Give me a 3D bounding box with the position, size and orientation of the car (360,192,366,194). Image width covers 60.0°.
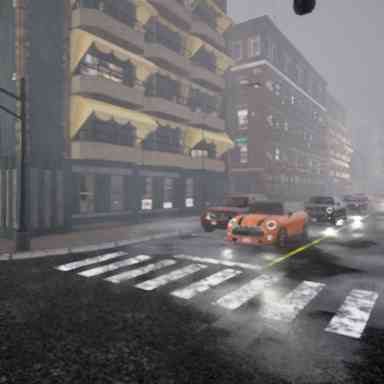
[{"bbox_3d":[24.863,0.744,49.094,1.947,1.339,4.313,1,2,35],"label":"car"}]

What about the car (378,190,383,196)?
[{"bbox_3d":[44.080,0.280,76.441,1.802,1.307,4.206,1,2,35],"label":"car"}]

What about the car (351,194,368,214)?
[{"bbox_3d":[14.051,1.115,29.216,1.895,1.301,4.718,0,1,35],"label":"car"}]

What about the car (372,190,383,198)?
[{"bbox_3d":[37.675,0.402,67.325,1.887,1.381,4.507,1,2,35],"label":"car"}]

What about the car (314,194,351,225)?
[{"bbox_3d":[8.336,1.010,21.093,2.097,1.767,4.553,0,1,35],"label":"car"}]

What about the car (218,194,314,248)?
[{"bbox_3d":[3.260,1.138,13.868,2.097,1.767,4.553,0,1,35],"label":"car"}]

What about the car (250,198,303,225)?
[{"bbox_3d":[5.646,1.205,21.749,1.887,1.381,4.507,1,2,35],"label":"car"}]

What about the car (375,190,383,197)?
[{"bbox_3d":[40.878,0.360,71.883,1.802,1.307,4.206,1,2,35],"label":"car"}]

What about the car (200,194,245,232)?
[{"bbox_3d":[2.445,1.056,17.185,2.192,1.841,5.009,1,2,35],"label":"car"}]

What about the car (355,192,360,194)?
[{"bbox_3d":[18.458,0.904,39.979,1.947,1.339,4.313,1,2,35],"label":"car"}]
